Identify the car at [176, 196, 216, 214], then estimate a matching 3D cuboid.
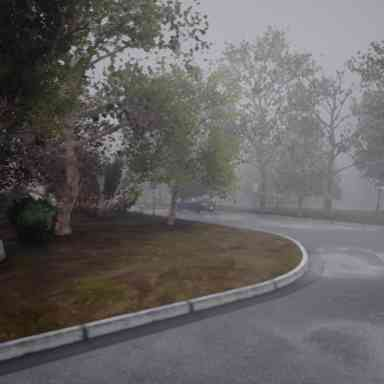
[{"bbox_3d":[0.211,1.111,29.927,1.812,1.442,4.674,1,0,-38],"label":"car"}]
